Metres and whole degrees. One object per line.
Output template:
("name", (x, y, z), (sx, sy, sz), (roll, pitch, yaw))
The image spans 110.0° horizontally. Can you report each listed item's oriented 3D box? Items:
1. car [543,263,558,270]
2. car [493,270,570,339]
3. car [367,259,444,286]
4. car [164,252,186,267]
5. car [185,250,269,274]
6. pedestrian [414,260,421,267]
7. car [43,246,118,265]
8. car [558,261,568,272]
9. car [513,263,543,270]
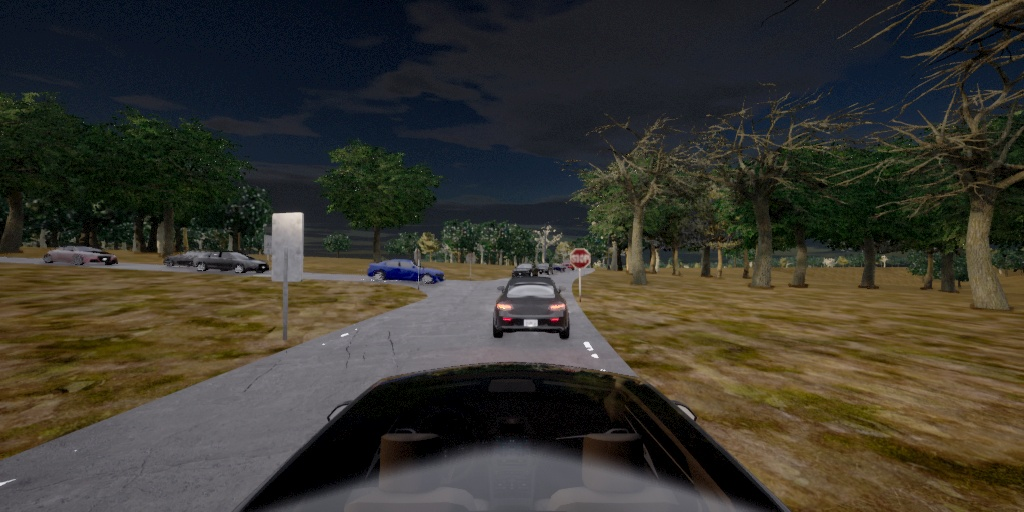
("car", (4.183, 1.639, 45.925), (1.837, 1.490, 4.892), (0, -1, 17))
("car", (0.538, 1.281, 10.018), (1.812, 1.442, 4.674), (0, 0, 3))
("car", (-7.020, 1.012, 23.952), (5.008, 1.535, 1.882), (4, 0, 1))
("car", (-25.518, 0.274, 29.111), (4.674, 1.442, 1.812), (2, -1, 7))
("car", (-19.649, 0.445, 25.181), (4.892, 1.490, 1.837), (2, -1, 7))
("pedestrian", (-8.022, 0.850, 30.159), (0.375, 1.860, 0.375), (0, -4, 7))
("car", (-32.019, -0.033, 26.700), (4.181, 1.385, 1.994), (3, -1, 7))
("car", (7.090, 1.895, 55.569), (1.895, 1.301, 4.718), (0, -1, 16))
("car", (1.454, 1.456, 36.268), (1.882, 1.535, 5.008), (0, -1, 16))
